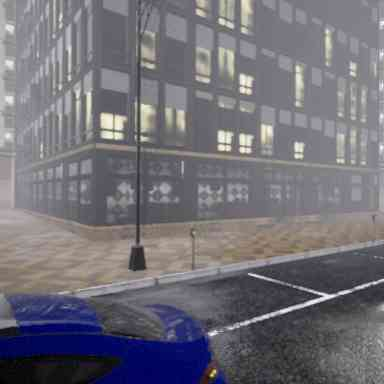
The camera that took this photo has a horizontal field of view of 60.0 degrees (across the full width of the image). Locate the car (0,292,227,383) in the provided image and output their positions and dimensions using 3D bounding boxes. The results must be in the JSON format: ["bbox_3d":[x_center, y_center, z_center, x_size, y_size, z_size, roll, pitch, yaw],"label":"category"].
[{"bbox_3d":[-1.857,1.524,2.052,4.674,1.442,1.812,0,0,-35],"label":"car"}]
